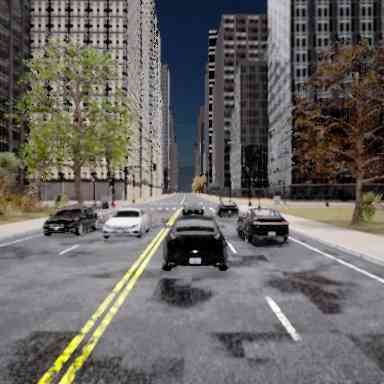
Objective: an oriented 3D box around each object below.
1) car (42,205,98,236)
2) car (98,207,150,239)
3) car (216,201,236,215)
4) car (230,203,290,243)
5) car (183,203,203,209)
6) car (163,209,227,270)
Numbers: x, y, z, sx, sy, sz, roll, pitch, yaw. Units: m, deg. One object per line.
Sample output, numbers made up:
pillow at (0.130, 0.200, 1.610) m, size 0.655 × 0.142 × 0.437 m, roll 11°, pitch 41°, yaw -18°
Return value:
car at (-6.599, 1.549, 18.608) m, size 1.837 × 1.490 × 4.892 m, roll 0°, pitch 0°, yaw 0°
car at (-3.349, 1.569, 17.743) m, size 1.812 × 1.442 × 4.674 m, roll 0°, pitch 0°, yaw 0°
car at (3.349, 1.561, 31.737) m, size 2.128 × 1.511 × 4.902 m, roll 0°, pitch 0°, yaw 0°
car at (3.348, 1.532, 16.354) m, size 2.128 × 1.511 × 4.902 m, roll 0°, pitch 0°, yaw 0°
car at (0.099, 1.669, 30.719) m, size 1.895 × 1.301 × 4.718 m, roll 0°, pitch 0°, yaw 0°
car at (0.092, 1.535, 11.100) m, size 1.837 × 1.490 × 4.892 m, roll 0°, pitch 0°, yaw 0°
